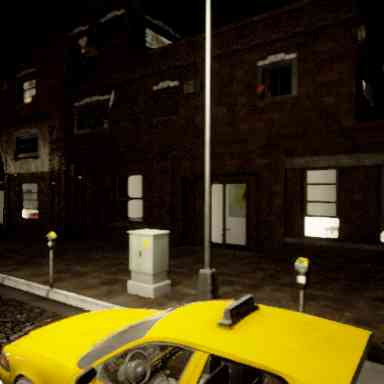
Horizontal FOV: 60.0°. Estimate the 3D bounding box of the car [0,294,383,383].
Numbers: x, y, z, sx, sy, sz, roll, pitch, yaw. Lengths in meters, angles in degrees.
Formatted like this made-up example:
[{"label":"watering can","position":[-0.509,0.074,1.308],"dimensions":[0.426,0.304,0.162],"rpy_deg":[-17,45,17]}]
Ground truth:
[{"label":"car","position":[0.160,1.539,2.745],"dimensions":[4.829,1.417,1.752],"rpy_deg":[-1,0,35]}]
